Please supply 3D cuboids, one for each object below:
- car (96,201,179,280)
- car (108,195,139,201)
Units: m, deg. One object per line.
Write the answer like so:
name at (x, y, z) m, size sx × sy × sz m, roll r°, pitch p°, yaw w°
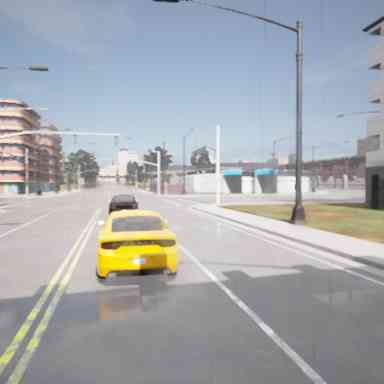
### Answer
car at (-1.620, 1.237, 9.391) m, size 1.882 × 1.535 × 5.008 m, roll 0°, pitch 2°, yaw -12°
car at (-4.644, 0.905, 22.581) m, size 1.882 × 1.535 × 5.008 m, roll 0°, pitch 2°, yaw -13°
